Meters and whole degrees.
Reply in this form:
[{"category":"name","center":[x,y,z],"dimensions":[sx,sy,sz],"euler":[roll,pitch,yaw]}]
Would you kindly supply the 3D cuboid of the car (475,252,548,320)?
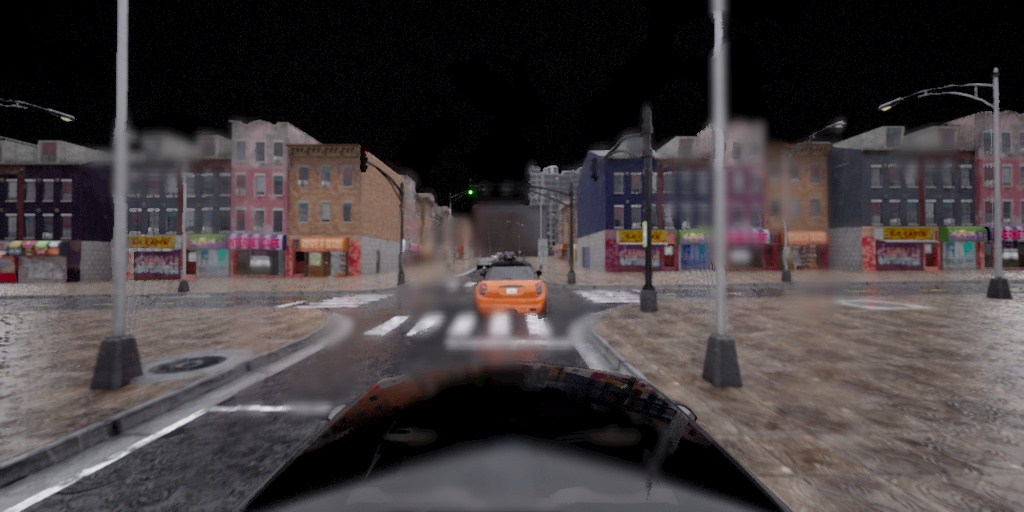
[{"category":"car","center":[-0.022,0.922,12.122],"dimensions":[2.097,1.767,4.553],"euler":[-1,2,0]}]
